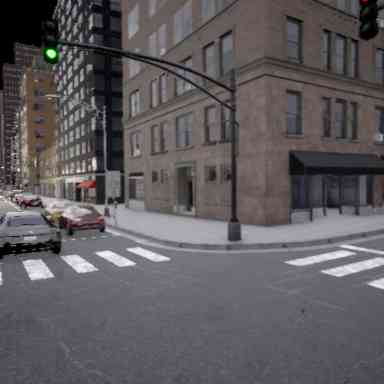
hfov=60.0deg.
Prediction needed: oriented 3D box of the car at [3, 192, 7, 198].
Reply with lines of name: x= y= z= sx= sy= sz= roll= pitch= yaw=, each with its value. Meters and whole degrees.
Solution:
car: x=-40.188 y=0.639 z=73.696 sx=1.752 sy=1.417 sz=4.829 roll=-3 pitch=2 yaw=-31

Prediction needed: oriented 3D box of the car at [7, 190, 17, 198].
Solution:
car: x=-28.582 y=0.626 z=54.506 sx=2.192 sy=1.841 sz=5.009 roll=-3 pitch=2 yaw=-31

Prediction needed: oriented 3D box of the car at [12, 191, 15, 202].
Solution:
car: x=-22.814 y=0.949 z=44.994 sx=1.887 sy=1.381 sz=4.507 roll=-3 pitch=2 yaw=-31

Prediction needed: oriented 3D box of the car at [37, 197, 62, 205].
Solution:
car: x=-8.499 y=1.173 z=21.342 sx=1.752 sy=1.417 sz=4.829 roll=-3 pitch=2 yaw=-31

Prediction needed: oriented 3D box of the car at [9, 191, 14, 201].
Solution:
car: x=-25.695 y=0.909 z=49.753 sx=2.008 sy=1.369 sz=4.403 roll=-3 pitch=2 yaw=-31

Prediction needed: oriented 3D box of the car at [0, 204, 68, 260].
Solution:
car: x=-6.008 y=1.374 z=11.921 sx=1.994 sy=1.385 sz=4.181 roll=-2 pitch=1 yaw=-31

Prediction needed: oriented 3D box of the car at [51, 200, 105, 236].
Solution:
car: x=-5.528 y=1.283 z=16.439 sx=1.802 sy=1.307 sz=4.206 roll=-3 pitch=2 yaw=-31

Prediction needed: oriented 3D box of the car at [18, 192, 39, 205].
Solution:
car: x=-17.052 y=1.044 z=35.474 sx=1.887 sy=1.381 sz=4.507 roll=-3 pitch=2 yaw=-31

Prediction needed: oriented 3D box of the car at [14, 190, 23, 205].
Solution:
car: x=-19.936 y=0.891 z=40.231 sx=1.967 sy=1.590 sz=4.097 roll=-3 pitch=2 yaw=-31
